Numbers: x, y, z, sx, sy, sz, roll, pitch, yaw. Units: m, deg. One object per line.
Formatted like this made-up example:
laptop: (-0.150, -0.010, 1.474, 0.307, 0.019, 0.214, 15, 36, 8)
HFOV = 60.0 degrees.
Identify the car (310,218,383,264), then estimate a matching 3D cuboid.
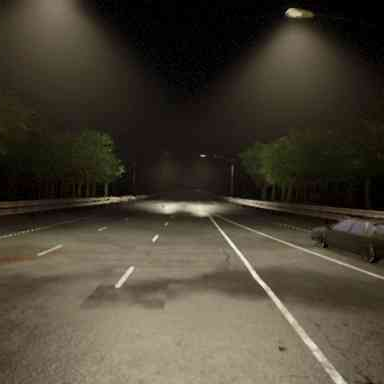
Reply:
car: (6.483, 1.665, 12.370, 2.033, 1.411, 5.357, 1, 0, -8)
